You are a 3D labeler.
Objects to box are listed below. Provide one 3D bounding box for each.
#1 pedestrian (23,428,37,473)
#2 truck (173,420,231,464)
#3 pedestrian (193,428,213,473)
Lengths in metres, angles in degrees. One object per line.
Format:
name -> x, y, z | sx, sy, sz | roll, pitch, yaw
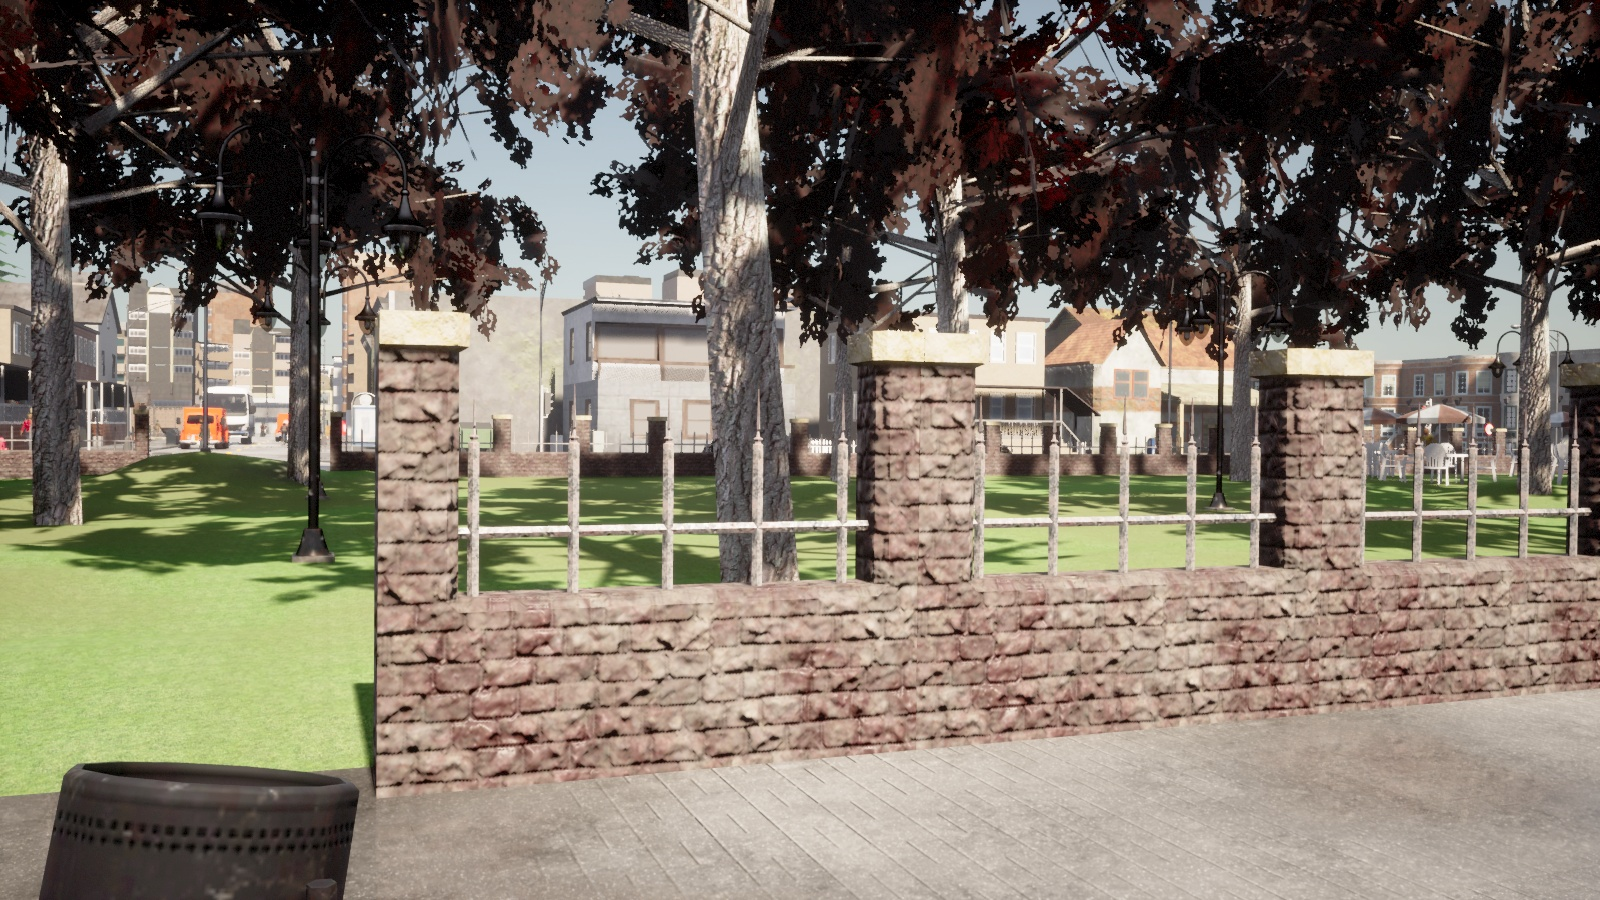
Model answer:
pedestrian -> -31.601, 0.010, 51.559 | 0.331, 1.846, 0.636 | -1, 1, -21
truck -> -35.282, -0.516, 74.259 | 2.627, 2.467, 5.204 | -1, 1, -21
pedestrian -> -24.364, 0.017, 51.268 | 0.614, 1.847, 0.353 | -2, 1, -45
